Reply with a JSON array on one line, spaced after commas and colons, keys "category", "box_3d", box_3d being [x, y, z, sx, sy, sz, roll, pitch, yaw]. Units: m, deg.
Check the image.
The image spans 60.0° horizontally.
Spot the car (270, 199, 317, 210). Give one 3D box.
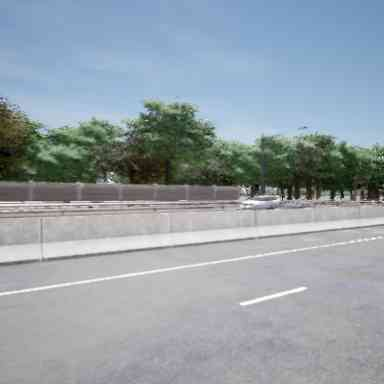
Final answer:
[{"category": "car", "box_3d": [10.418, 1.690, 32.918, 4.902, 1.511, 2.128, 1, 0, -35]}]

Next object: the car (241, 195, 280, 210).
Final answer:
[{"category": "car", "box_3d": [8.398, 1.438, 40.070, 5.566, 2.045, 2.150, 1, 0, -35]}]

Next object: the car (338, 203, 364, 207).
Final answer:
[{"category": "car", "box_3d": [15.279, 1.751, 32.084, 4.674, 1.442, 1.812, 1, 0, -35]}]

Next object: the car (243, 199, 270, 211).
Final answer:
[{"category": "car", "box_3d": [8.394, 1.746, 35.775, 5.357, 1.411, 2.033, 1, 0, -35]}]
